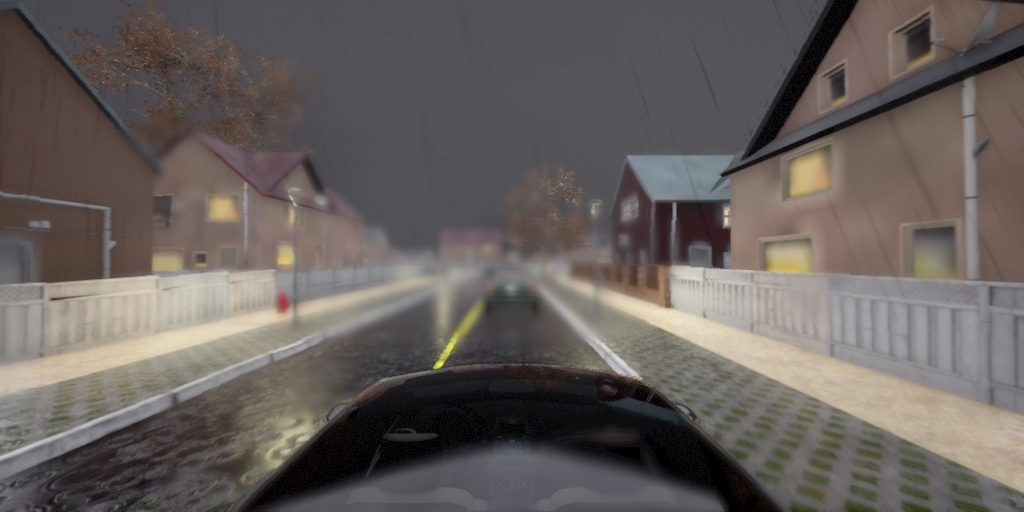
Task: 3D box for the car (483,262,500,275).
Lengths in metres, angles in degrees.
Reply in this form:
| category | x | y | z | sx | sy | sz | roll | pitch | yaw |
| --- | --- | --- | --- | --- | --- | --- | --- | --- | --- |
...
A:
| category | x | y | z | sx | sy | sz | roll | pitch | yaw |
| --- | --- | --- | --- | --- | --- | --- | --- | --- | --- |
| car | -2.801 | 1.667 | 49.492 | 2.097 | 1.767 | 4.553 | 0 | -1 | 0 |

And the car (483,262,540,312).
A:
| category | x | y | z | sx | sy | sz | roll | pitch | yaw |
| --- | --- | --- | --- | --- | --- | --- | --- | --- | --- |
| car | 0.008 | 1.252 | 15.281 | 2.097 | 1.767 | 4.553 | 0 | -1 | 0 |
